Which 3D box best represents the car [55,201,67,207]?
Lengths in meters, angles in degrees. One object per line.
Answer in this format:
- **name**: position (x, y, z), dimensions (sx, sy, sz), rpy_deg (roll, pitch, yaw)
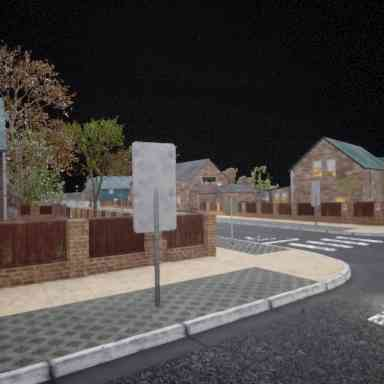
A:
- **car**: position (-34.163, 3.176, 87.260), dimensions (2.033, 1.411, 5.357), rpy_deg (-1, -1, -31)
